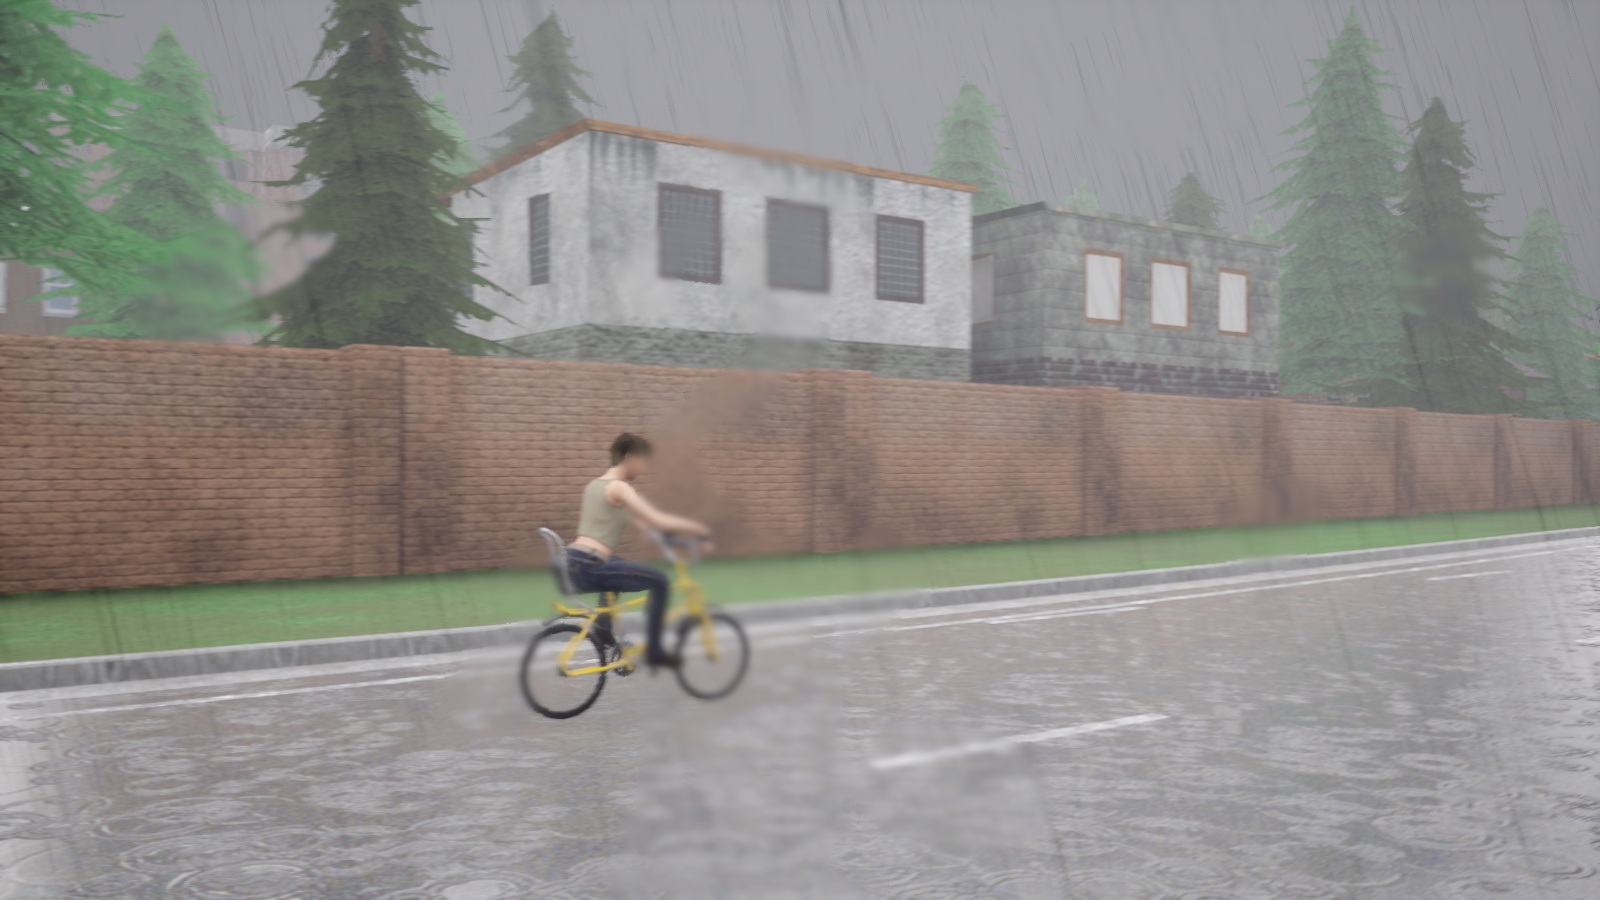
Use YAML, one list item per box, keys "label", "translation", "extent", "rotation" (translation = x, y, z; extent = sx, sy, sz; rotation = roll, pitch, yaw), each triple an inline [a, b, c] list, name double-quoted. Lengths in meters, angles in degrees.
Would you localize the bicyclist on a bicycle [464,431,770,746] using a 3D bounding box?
- label: "bicyclist on a bicycle"
  translation: [-1.041, 0.710, 7.204]
  extent: [1.509, 1.612, 0.866]
  rotation: [0, 0, -35]
